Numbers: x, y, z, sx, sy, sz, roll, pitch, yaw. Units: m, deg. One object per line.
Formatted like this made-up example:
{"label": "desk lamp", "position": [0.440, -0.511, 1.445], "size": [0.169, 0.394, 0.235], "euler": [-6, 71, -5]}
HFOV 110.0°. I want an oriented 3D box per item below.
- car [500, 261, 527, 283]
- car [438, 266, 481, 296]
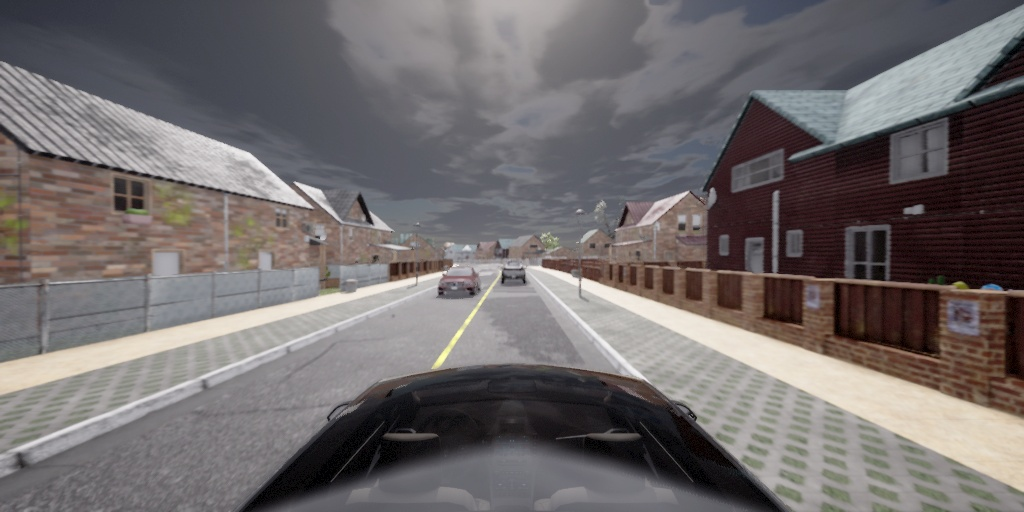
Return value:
{"label": "car", "position": [0.123, 1.275, 27.799], "size": [2.128, 1.511, 4.902], "euler": [0, 0, 1]}
{"label": "car", "position": [-2.738, 1.291, 19.509], "size": [1.812, 1.442, 4.674], "euler": [0, 0, 1]}
